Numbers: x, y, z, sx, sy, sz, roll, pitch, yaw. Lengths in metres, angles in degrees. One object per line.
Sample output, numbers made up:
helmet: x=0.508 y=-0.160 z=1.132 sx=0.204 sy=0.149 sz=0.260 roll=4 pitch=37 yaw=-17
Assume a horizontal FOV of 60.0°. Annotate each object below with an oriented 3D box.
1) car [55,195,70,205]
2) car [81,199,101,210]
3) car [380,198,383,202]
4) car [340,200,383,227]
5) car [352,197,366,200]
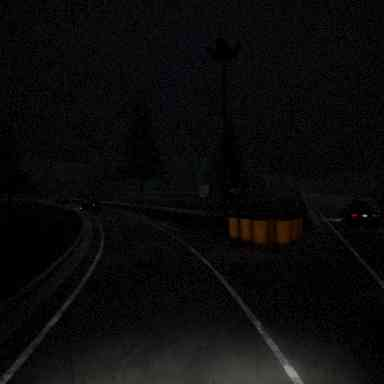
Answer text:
car: x=-24.644 y=1.484 z=63.091 sx=2.097 sy=1.767 sz=4.553 roll=0 pitch=0 yaw=-32
car: x=-13.524 y=1.638 z=44.438 sx=1.994 sy=1.385 sz=4.181 roll=0 pitch=0 yaw=-27
car: x=16.125 y=1.453 z=26.160 sx=1.812 sy=1.442 sz=4.674 roll=0 pitch=0 yaw=18
car: x=11.291 y=1.497 z=22.624 sx=2.033 sy=1.411 sz=5.357 roll=0 pitch=0 yaw=18
car: x=21.648 y=1.430 z=43.118 sx=1.812 sy=1.442 sz=4.674 roll=0 pitch=0 yaw=18
